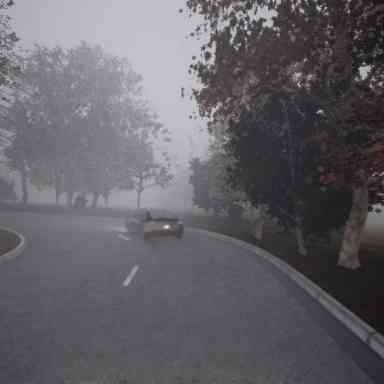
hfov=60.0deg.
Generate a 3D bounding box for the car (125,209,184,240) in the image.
[{"bbox_3d":[-1.991,1.519,16.791,1.994,1.385,4.181,1,0,-25],"label":"car"}]
